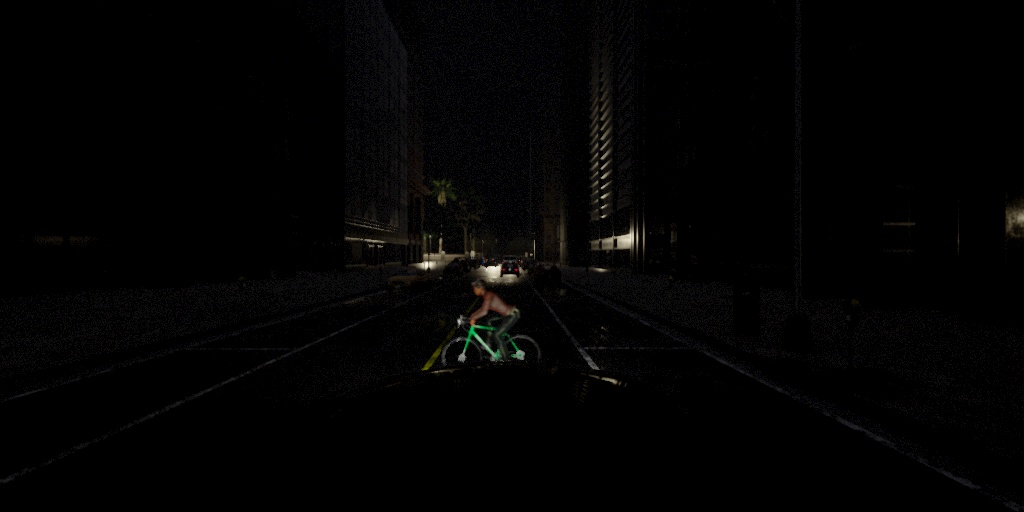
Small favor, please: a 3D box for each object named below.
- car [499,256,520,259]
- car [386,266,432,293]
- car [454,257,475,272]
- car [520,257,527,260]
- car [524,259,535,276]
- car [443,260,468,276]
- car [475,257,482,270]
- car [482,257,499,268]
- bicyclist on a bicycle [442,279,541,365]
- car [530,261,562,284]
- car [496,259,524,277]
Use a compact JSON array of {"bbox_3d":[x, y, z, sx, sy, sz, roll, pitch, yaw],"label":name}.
[{"bbox_3d":[-0.282,0.966,48.449,2.150,2.045,5.566,0,0,0],"label":"car"},{"bbox_3d":[-5.895,1.268,20.854,1.751,1.417,4.829,0,0,0],"label":"car"},{"bbox_3d":[-6.058,1.057,42.727,2.192,1.841,5.009,0,0,0],"label":"car"},{"bbox_3d":[2.426,1.184,48.205,1.967,1.591,4.097,0,0,0],"label":"car"},{"bbox_3d":[2.506,1.267,37.526,1.751,1.417,4.829,0,0,0],"label":"car"},{"bbox_3d":[-6.018,1.323,37.301,1.802,1.307,4.207,0,0,0],"label":"car"},{"bbox_3d":[-6.139,1.061,53.578,2.192,1.841,5.009,0,0,0],"label":"car"},{"bbox_3d":[-3.495,1.313,59.146,1.994,1.385,4.181,0,0,0],"label":"car"},{"bbox_3d":[-0.357,1.202,5.943,1.656,1.620,0.582,-2,0,0],"label":"bicyclist on a bicycle"},{"bbox_3d":[2.588,1.287,26.506,1.888,1.381,4.507,0,0,0],"label":"car"},{"bbox_3d":[-0.201,1.288,34.846,2.033,1.411,5.357,0,0,0],"label":"car"}]
